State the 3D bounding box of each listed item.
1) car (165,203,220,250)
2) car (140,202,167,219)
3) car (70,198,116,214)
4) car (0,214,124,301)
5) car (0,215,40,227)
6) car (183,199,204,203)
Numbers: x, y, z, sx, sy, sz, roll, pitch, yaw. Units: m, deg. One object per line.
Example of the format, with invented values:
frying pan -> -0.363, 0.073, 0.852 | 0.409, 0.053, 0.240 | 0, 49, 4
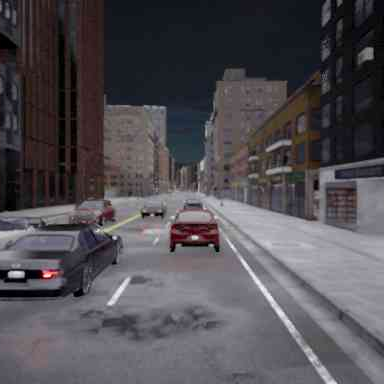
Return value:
car -> 0.105, 1.436, 14.052 | 1.882, 1.535, 5.008 | 0, 0, 0
car -> -3.140, 1.515, 28.435 | 1.895, 1.301, 4.718 | 0, 0, 0
car -> -6.540, 1.286, 22.281 | 2.097, 1.767, 4.553 | 0, 0, 1
car -> -3.147, 1.522, 8.488 | 2.033, 1.411, 5.357 | 0, 0, 0
car -> -6.585, 1.566, 11.969 | 1.895, 1.301, 4.718 | 0, 0, 0
car -> 0.112, 1.408, 32.579 | 1.837, 1.490, 4.892 | 0, 1, 0
